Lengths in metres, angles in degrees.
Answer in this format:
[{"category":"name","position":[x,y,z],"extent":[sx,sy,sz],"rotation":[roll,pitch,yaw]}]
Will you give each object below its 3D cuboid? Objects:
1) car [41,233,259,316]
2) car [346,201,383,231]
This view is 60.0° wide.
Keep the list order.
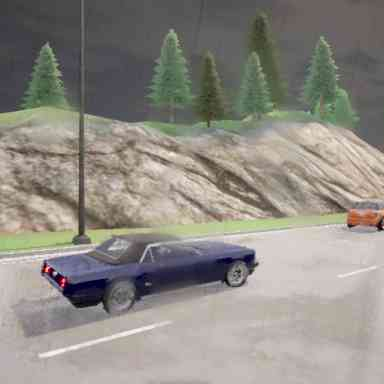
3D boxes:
[{"category":"car","position":[-0.700,1.600,7.545],"extent":[4.718,1.301,1.895],"rotation":[0,0,-36]},{"category":"car","position":[11.639,1.353,20.679],"extent":[4.553,1.767,2.097],"rotation":[0,0,-36]}]
